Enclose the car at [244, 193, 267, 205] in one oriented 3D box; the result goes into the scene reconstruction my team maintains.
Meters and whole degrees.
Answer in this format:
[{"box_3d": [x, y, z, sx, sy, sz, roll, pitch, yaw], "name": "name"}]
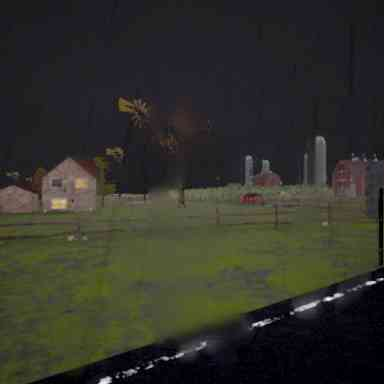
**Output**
[{"box_3d": [11.026, 1.190, 58.685, 2.150, 2.045, 5.566, 0, 0, -16], "name": "car"}]
